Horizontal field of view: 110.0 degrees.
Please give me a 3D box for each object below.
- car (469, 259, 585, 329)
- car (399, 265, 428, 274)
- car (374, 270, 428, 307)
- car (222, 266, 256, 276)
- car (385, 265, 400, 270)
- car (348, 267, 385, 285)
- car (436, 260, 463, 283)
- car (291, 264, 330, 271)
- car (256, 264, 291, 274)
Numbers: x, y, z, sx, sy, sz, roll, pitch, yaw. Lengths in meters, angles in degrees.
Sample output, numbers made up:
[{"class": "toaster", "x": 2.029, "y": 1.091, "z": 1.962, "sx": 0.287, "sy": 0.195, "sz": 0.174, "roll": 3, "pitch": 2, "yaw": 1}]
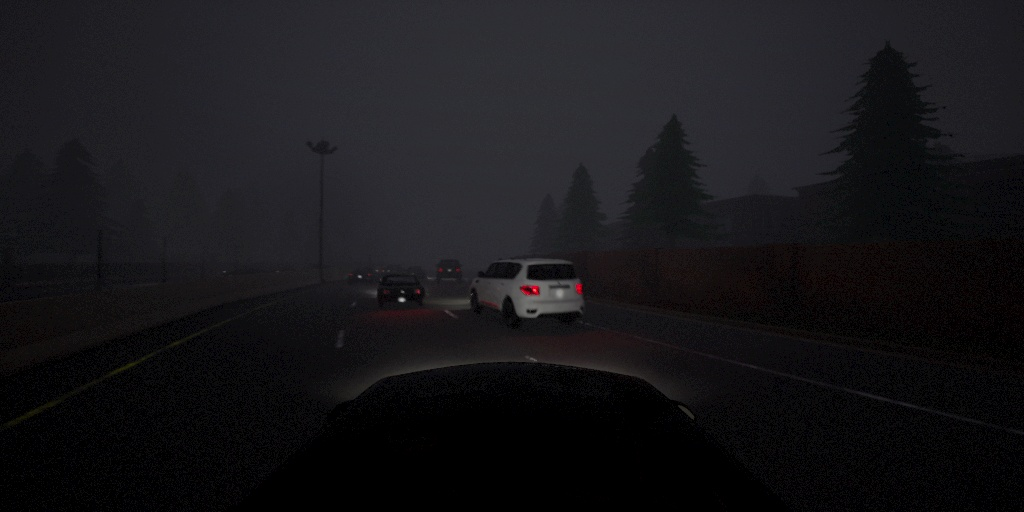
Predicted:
[{"class": "car", "x": 0.243, "y": 1.110, "z": 12.258, "sx": 2.150, "sy": 2.045, "sz": 5.566, "roll": 0, "pitch": -1, "yaw": -23}, {"class": "car", "x": -9.604, "y": 1.703, "z": 35.828, "sx": 1.994, "sy": 1.385, "sz": 4.181, "roll": 0, "pitch": -1, "yaw": -8}, {"class": "car", "x": -5.243, "y": 1.517, "z": 16.765, "sx": 1.895, "sy": 1.301, "sz": 4.718, "roll": 1, "pitch": -1, "yaw": -19}, {"class": "car", "x": -27.581, "y": 1.659, "z": 37.197, "sx": 1.895, "sy": 1.301, "sz": 4.718, "roll": 0, "pitch": -1, "yaw": -5}, {"class": "car", "x": -13.605, "y": 1.740, "z": 41.616, "sx": 2.033, "sy": 1.411, "sz": 5.357, "roll": 0, "pitch": -1, "yaw": -3}, {"class": "car", "x": -12.179, "y": 1.610, "z": 29.761, "sx": 1.994, "sy": 1.385, "sz": 4.181, "roll": 0, "pitch": -1, "yaw": -11}, {"class": "car", "x": -5.671, "y": 1.340, "z": 32.595, "sx": 2.150, "sy": 2.045, "sz": 5.566, "roll": 0, "pitch": -1, "yaw": -10}, {"class": "car", "x": -20.585, "y": 1.595, "z": 37.615, "sx": 2.128, "sy": 1.511, "sz": 4.902, "roll": 0, "pitch": -1, "yaw": -5}, {"class": "car", "x": -24.088, "y": 1.606, "z": 37.444, "sx": 1.812, "sy": 1.442, "sz": 4.674, "roll": 0, "pitch": -1, "yaw": -5}]
